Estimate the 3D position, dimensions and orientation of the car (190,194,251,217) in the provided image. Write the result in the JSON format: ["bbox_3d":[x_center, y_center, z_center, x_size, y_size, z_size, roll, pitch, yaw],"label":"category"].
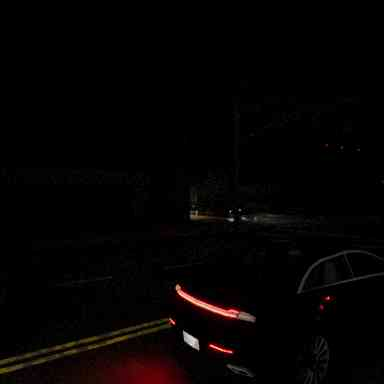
[{"bbox_3d":[2.546,1.221,31.277,2.150,2.045,5.566,0,0,-36],"label":"car"}]

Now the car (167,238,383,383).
[{"bbox_3d":[1.964,1.492,5.231,4.902,1.511,2.128,0,0,-35],"label":"car"}]

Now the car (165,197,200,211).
[{"bbox_3d":[-1.274,1.491,42.241,2.128,1.511,4.902,0,0,-37],"label":"car"}]

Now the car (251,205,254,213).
[{"bbox_3d":[4.264,1.478,34.820,1.882,1.535,5.008,0,0,-37],"label":"car"}]
